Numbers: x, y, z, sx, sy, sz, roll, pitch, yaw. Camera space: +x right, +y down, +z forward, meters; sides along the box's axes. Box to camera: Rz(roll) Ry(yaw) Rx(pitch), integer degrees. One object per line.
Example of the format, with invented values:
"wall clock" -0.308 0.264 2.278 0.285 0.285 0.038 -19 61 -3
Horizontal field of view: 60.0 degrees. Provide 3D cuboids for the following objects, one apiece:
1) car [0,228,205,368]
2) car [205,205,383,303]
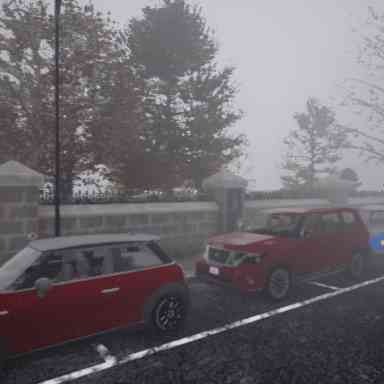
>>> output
"car" -2.071 1.439 5.080 4.097 1.590 1.967 0 0 -36
"car" 2.512 1.305 8.352 5.009 1.841 2.192 0 0 -36
